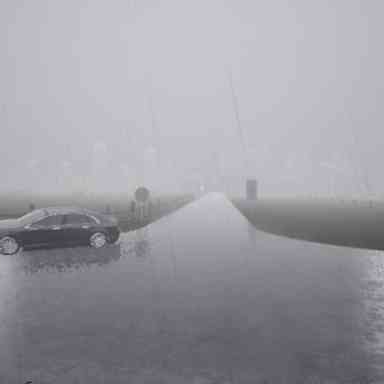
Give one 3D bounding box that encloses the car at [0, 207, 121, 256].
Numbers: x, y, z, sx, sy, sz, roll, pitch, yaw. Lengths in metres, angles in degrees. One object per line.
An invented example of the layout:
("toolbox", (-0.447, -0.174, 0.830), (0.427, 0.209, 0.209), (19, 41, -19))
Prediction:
("car", (-5.053, 1.342, 12.154), (4.892, 1.490, 1.837), (1, 6, -32))
